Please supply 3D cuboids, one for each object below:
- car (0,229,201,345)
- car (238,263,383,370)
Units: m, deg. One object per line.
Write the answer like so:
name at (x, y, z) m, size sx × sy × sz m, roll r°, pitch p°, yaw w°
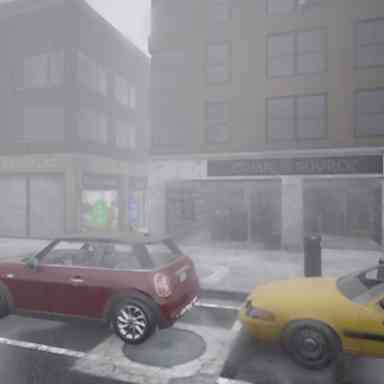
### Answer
car at (-1.991, 1.439, 6.179) m, size 4.097 × 1.590 × 1.967 m, roll 0°, pitch 0°, yaw 19°
car at (3.084, 1.524, 4.475) m, size 4.829 × 1.417 × 1.752 m, roll 0°, pitch 0°, yaw 19°
